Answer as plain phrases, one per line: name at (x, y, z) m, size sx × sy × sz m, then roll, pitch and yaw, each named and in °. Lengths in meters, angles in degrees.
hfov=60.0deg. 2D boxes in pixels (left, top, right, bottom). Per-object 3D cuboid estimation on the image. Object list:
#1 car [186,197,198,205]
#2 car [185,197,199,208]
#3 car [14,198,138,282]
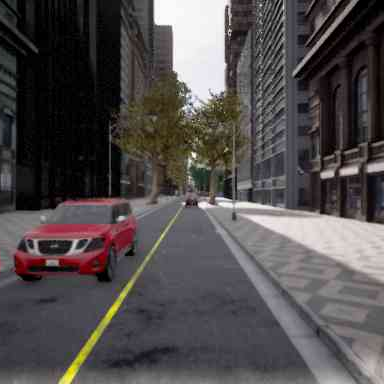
car at (-0.003, 1.590, 59.484) m, size 1.994 × 1.385 × 4.181 m, roll 0°, pitch 0°, yaw 0°
car at (-0.002, 1.495, 49.031) m, size 1.882 × 1.535 × 5.008 m, roll 0°, pitch 0°, yaw 0°
car at (-3.051, 1.226, 10.093) m, size 2.150 × 2.045 × 5.566 m, roll 0°, pitch 0°, yaw 1°
